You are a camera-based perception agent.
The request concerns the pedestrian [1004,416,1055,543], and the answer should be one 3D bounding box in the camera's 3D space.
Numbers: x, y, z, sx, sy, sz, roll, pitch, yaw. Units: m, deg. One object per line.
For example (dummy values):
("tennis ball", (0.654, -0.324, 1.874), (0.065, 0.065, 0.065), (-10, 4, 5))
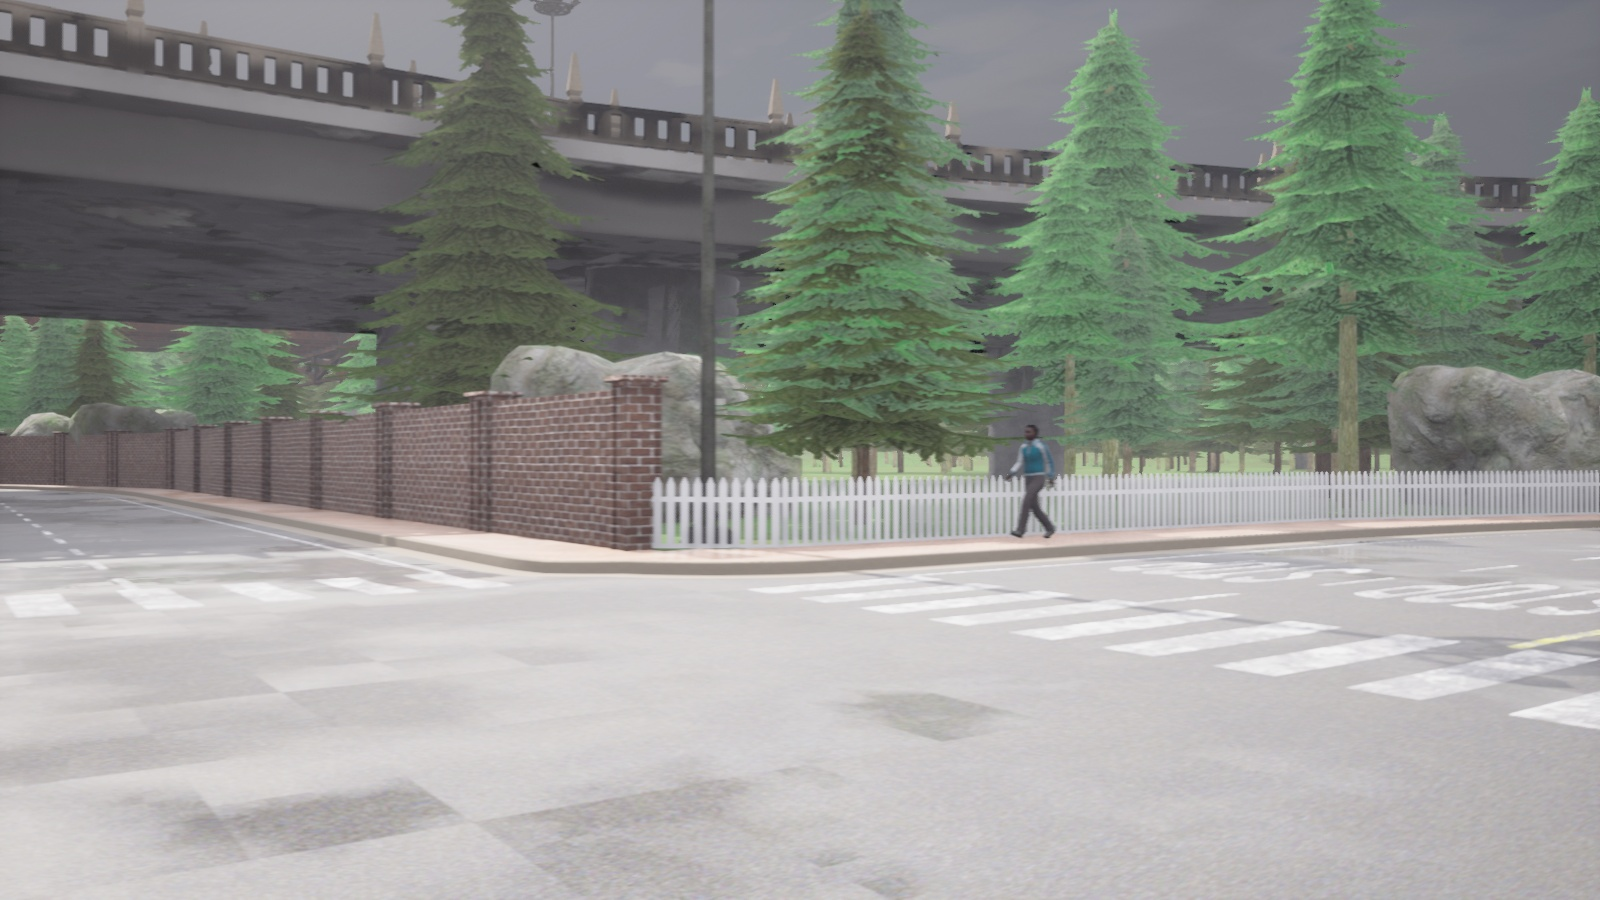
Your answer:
("pedestrian", (3.543, 0.444, 19.414), (0.692, 1.930, 0.396), (0, 0, -34))
